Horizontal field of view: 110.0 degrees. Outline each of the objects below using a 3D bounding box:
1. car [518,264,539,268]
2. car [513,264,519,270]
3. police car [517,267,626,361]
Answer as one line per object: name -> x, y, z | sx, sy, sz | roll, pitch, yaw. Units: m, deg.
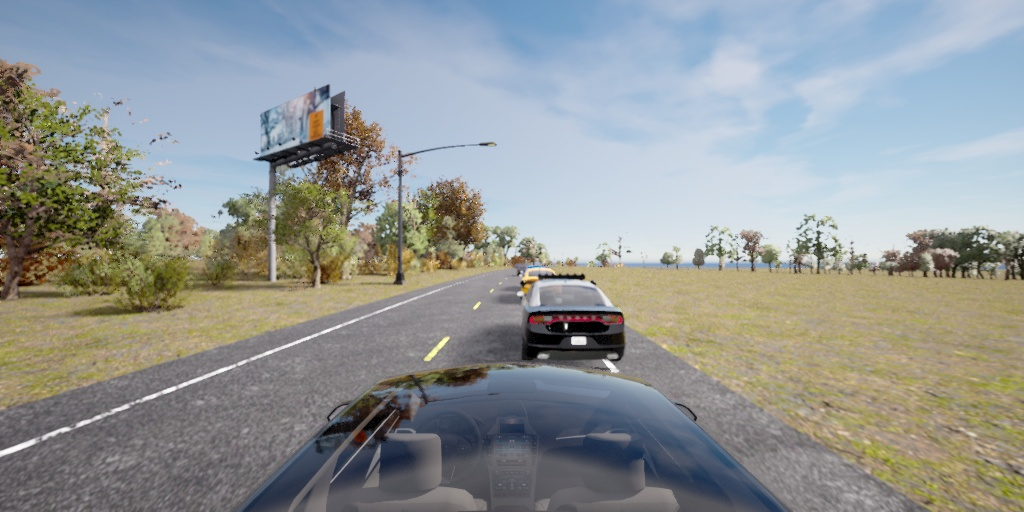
car -> 1.394, 1.375, 18.386 | 1.882, 1.535, 5.008 | 0, -1, 2
car -> 1.674, 1.759, 45.619 | 2.128, 1.511, 4.902 | 0, -1, 4
police car -> 1.154, 1.227, 8.533 | 1.930, 1.638, 5.238 | 0, 0, 1
